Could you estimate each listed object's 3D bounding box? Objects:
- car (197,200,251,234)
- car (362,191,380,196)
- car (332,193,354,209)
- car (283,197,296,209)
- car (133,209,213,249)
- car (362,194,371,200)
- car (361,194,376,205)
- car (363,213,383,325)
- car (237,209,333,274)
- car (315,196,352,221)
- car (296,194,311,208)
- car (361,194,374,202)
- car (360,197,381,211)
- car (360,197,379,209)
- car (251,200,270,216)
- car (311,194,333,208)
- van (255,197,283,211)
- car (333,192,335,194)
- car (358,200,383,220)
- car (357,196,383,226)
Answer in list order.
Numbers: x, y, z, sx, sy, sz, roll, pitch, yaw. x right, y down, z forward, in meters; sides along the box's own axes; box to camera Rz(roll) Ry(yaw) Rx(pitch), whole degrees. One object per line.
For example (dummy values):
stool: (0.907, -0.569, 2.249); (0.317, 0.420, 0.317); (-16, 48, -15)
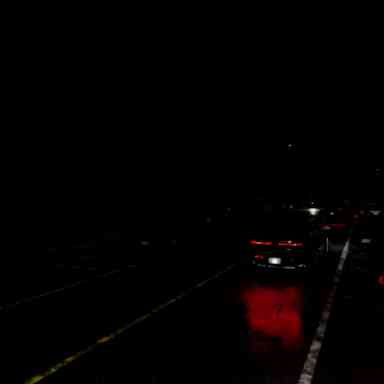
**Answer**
car: (1.639, 1.419, 20.410); (2.192, 1.841, 5.009); (-2, -1, 27)
car: (16.974, 1.105, 31.534); (2.192, 1.841, 5.009); (-2, -1, 27)
car: (18.981, 1.287, 41.424); (1.882, 1.535, 5.008); (-2, 0, 27)
car: (9.401, 1.452, 35.435); (1.967, 1.590, 4.097); (-2, -1, 27)
car: (-0.939, 1.700, 15.400); (1.947, 1.339, 4.313); (-2, -1, 27)
car: (40.252, 1.107, 76.604); (1.802, 1.307, 4.206); (-2, -1, 27)
car: (27.319, 1.108, 51.564); (1.967, 1.590, 4.097); (-2, -1, 27)
car: (4.482, 1.409, 6.500); (1.882, 1.535, 5.008); (-2, 0, 27)
car: (3.233, 1.499, 10.705); (1.837, 1.490, 4.892); (-2, 0, 27)
car: (11.081, 1.378, 25.906); (1.882, 1.535, 5.008); (-2, -1, 27)
car: (14.573, 1.391, 45.452); (1.967, 1.590, 4.097); (-2, -1, 27)
car: (32.494, 1.175, 61.580); (1.947, 1.339, 4.313); (-2, -1, 27)
car: (19.566, 1.304, 36.540); (1.887, 1.381, 4.507); (-2, -1, 27)
car: (22.152, 1.295, 41.548); (1.947, 1.339, 4.313); (-2, -1, 27)
car: (4.232, 1.618, 25.417); (1.887, 1.381, 4.507); (-2, -1, 27)
car: (17.321, 1.354, 44.757); (1.882, 1.535, 5.008); (-2, -1, 27)
van: (6.812, 1.384, 30.427); (1.690, 1.788, 3.998); (-2, -1, 27)
car: (32.670, 1.063, 80.512); (2.192, 1.841, 5.009); (-2, -1, 27)
car: (14.395, 1.386, 26.523); (1.947, 1.339, 4.313); (-2, -1, 27)
car: (11.805, 1.291, 21.516); (1.967, 1.590, 4.097); (-2, -1, 27)
